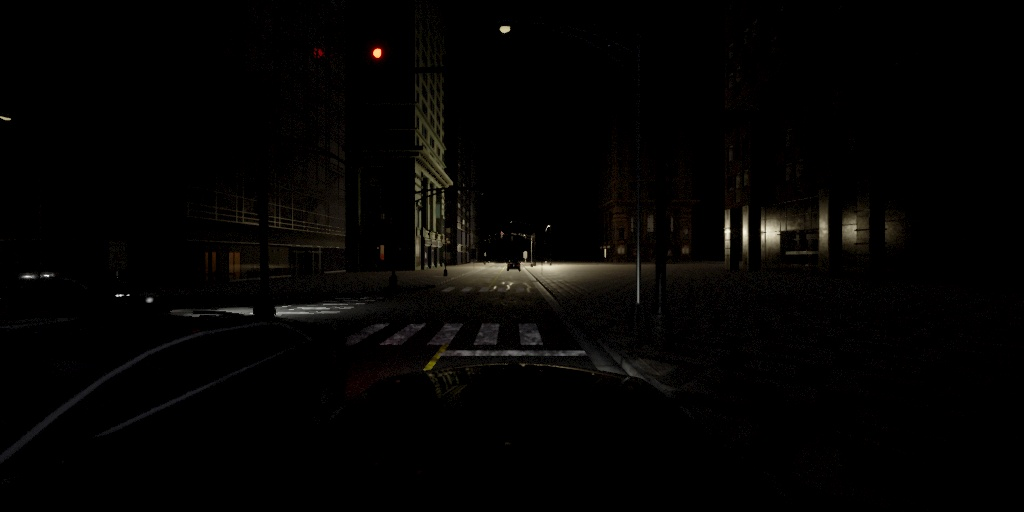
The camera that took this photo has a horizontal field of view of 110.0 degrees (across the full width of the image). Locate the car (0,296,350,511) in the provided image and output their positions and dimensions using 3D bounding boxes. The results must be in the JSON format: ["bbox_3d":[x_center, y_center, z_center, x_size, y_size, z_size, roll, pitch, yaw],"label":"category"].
[{"bbox_3d":[-2.927,1.241,2.407,2.128,1.511,4.902,0,0,1],"label":"car"}]

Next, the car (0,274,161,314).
[{"bbox_3d":[-16.368,1.466,13.741,4.902,1.511,2.128,-1,0,0],"label":"car"}]

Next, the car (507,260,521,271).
[{"bbox_3d":[0.237,1.307,50.042,2.033,1.411,5.357,0,0,0],"label":"car"}]
